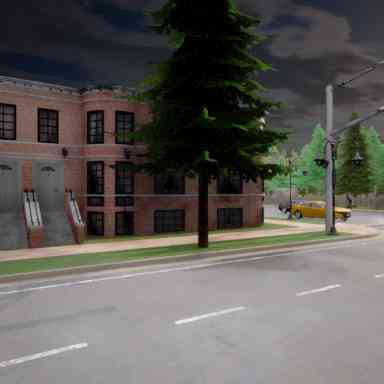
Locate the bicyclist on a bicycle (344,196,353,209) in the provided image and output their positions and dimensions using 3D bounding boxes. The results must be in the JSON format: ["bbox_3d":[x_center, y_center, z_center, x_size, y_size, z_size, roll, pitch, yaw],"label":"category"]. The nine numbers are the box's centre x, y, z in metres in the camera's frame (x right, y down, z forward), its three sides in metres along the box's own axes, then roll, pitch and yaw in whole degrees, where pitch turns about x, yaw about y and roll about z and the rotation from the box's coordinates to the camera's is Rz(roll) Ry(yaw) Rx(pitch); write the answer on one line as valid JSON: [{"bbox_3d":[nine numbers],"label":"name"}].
[{"bbox_3d":[19.138,1.311,40.636,1.656,1.620,0.582,0,0,-31],"label":"bicyclist on a bicycle"}]

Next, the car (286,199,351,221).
[{"bbox_3d":[10.384,1.484,27.028,1.882,1.535,5.008,0,0,-31],"label":"car"}]

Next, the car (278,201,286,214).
[{"bbox_3d":[10.818,1.498,33.153,2.128,1.511,4.902,0,0,-31],"label":"car"}]
